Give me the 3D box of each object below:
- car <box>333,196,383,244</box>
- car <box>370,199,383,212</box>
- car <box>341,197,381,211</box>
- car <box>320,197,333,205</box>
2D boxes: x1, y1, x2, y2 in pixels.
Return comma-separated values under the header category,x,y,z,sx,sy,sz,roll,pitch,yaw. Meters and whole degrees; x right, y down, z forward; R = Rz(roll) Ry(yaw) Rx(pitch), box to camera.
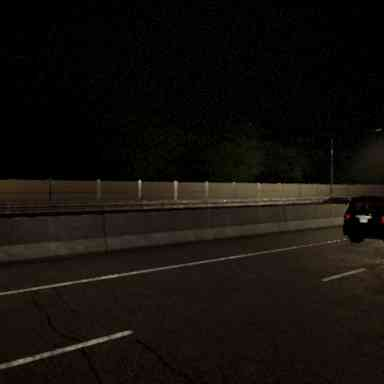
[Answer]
category,x,y,z,sx,sy,sz,roll,pitch,yaw
car,8.767,1.170,14.307,5.566,2.045,2.150,0,0,-35
car,21.884,1.454,36.792,4.718,1.301,1.895,0,0,-35
car,20.418,1.397,40.043,5.357,1.411,2.033,0,0,-35
car,18.499,1.375,42.968,4.674,1.442,1.812,0,0,-35
